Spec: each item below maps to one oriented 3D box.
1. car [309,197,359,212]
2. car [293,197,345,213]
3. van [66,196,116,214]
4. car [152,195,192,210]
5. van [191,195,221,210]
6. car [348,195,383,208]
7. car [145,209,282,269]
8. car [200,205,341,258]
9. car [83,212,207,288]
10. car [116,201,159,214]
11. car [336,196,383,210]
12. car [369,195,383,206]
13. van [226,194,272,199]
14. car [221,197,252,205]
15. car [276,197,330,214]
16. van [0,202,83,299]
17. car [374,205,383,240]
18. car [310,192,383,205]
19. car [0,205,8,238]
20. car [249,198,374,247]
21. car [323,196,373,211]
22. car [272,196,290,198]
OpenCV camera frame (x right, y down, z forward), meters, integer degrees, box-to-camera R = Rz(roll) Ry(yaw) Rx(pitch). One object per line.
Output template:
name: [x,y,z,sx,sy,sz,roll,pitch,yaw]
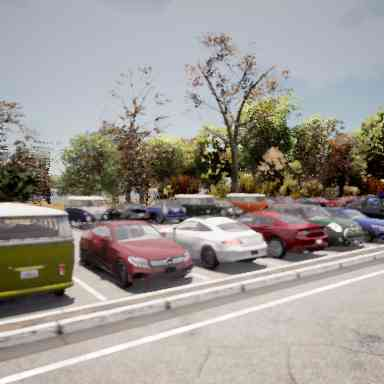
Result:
car: [16.119,1.328,37.931,2.163,1.488,4.792,-1,0,-35]
car: [13.731,1.320,36.202,2.097,1.535,5.008,-1,0,-35]
van: [-6.809,1.280,21.447,1.878,1.987,4.442,-1,0,-35]
car: [-2.356,1.340,24.719,2.185,1.767,4.553,-1,0,-35]
van: [-0.041,1.218,26.547,1.878,1.987,4.442,-1,0,-35]
car: [23.041,1.237,42.814,2.231,1.521,4.892,-1,0,-35]
car: [0.458,1.546,11.329,2.002,1.452,4.674,-1,0,-35]
car: [2.761,1.485,12.964,2.097,1.535,5.008,-1,0,-35]
car: [-1.855,1.562,9.690,2.002,1.452,4.674,-1,0,-35]
car: [-4.590,1.515,23.208,2.163,1.488,4.792,-1,0,-35]
car: [20.741,1.257,41.176,2.097,1.535,5.008,0,0,-35]
car: [27.634,1.193,46.099,2.231,1.521,4.892,-1,0,-35]
van: [4.565,1.176,29.819,1.878,1.987,4.442,0,0,-35]
car: [2.327,1.424,28.094,2.231,1.521,4.892,-1,0,-35]
car: [11.436,1.341,34.558,2.097,1.535,5.008,-1,0,-35]
van: [-4.331,1.291,8.069,1.878,1.987,4.442,0,0,-35]
car: [7.362,1.484,16.247,2.002,1.452,4.674,-1,0,-35]
car: [9.648,1.172,17.904,2.435,2.045,5.566,-1,0,-35]
car: [-11.585,1.515,18.192,2.097,1.535,5.008,1,-1,-35]
car: [5.042,1.339,14.631,2.185,1.767,4.553,-1,0,-35]
car: [18.440,1.278,39.540,2.097,1.535,5.008,-1,0,-35]
car: [6.828,1.382,31.293,2.097,1.535,5.008,-1,0,-35]
